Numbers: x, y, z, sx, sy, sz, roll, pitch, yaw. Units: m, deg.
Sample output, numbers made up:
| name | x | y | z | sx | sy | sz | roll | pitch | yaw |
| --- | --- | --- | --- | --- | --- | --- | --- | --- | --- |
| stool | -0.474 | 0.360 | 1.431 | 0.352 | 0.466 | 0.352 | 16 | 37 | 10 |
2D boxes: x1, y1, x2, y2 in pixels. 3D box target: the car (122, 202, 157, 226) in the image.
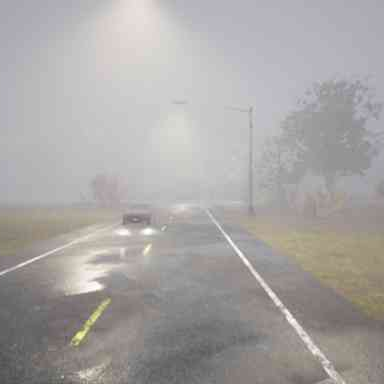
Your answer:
| name | x | y | z | sx | sy | sz | roll | pitch | yaw |
| --- | --- | --- | --- | --- | --- | --- | --- | --- | --- |
| car | -3.598 | 1.462 | 23.500 | 1.882 | 1.535 | 5.008 | 0 | 0 | 0 |
